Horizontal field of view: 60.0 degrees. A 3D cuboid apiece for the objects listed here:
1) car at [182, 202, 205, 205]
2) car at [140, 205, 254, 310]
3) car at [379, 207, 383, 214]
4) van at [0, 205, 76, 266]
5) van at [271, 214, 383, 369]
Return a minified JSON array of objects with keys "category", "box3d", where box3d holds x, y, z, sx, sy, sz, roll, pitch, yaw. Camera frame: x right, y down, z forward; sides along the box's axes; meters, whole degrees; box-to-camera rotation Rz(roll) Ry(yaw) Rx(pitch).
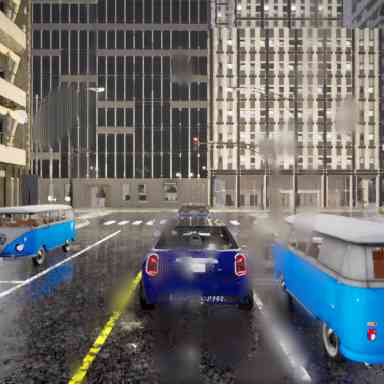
[{"category":"car","box3d":[0.085,1.363,18.004,2.097,1.767,4.553,0,0,0]},{"category":"car","box3d":[0.083,1.356,7.978,2.097,1.767,4.553,0,0,0]},{"category":"car","box3d":[18.979,1.496,29.029,4.829,1.417,1.752,0,0,0]},{"category":"van","box3d":[-5.336,1.347,11.272,1.690,1.788,3.998,0,0,0]},{"category":"van","box3d":[2.558,1.344,5.605,1.690,1.788,3.998,0,0,0]}]
